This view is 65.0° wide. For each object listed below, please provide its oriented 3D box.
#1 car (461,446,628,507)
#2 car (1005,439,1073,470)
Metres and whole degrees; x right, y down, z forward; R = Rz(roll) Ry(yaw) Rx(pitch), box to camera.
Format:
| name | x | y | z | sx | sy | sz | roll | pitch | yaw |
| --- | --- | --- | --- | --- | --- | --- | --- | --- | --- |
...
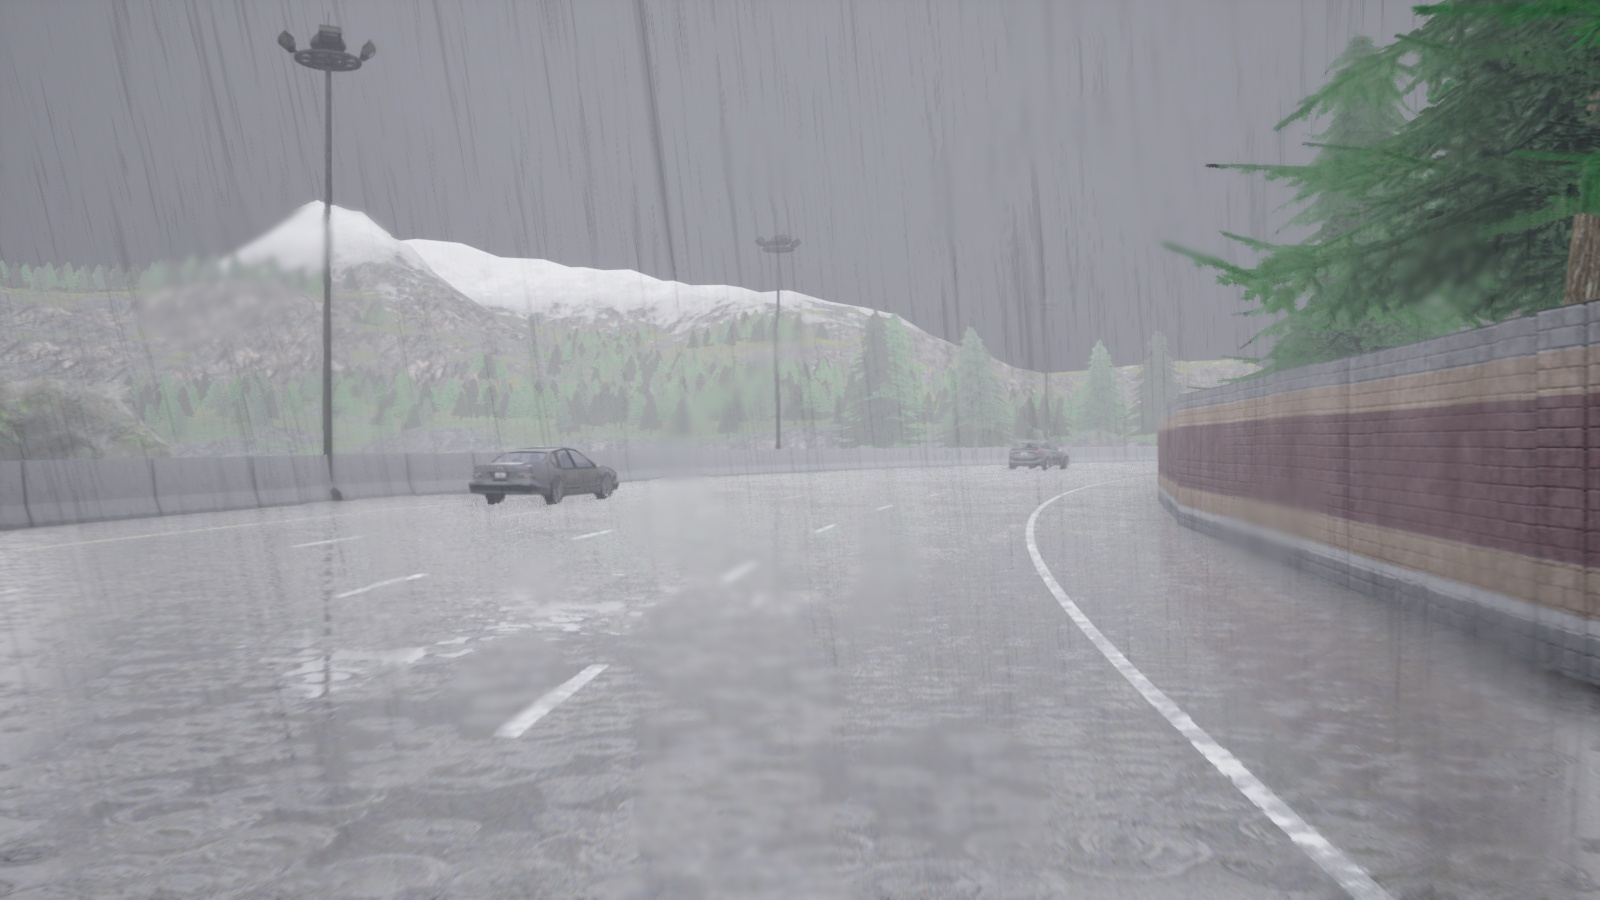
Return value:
| name | x | y | z | sx | sy | sz | roll | pitch | yaw |
| --- | --- | --- | --- | --- | --- | --- | --- | --- | --- |
| car | -6.351 | 0.606 | 31.987 | 2.033 | 1.411 | 5.357 | 0 | 0 | 15 |
| car | 13.382 | 0.211 | 70.032 | 2.242 | 1.667 | 4.611 | 0 | 0 | 32 |
